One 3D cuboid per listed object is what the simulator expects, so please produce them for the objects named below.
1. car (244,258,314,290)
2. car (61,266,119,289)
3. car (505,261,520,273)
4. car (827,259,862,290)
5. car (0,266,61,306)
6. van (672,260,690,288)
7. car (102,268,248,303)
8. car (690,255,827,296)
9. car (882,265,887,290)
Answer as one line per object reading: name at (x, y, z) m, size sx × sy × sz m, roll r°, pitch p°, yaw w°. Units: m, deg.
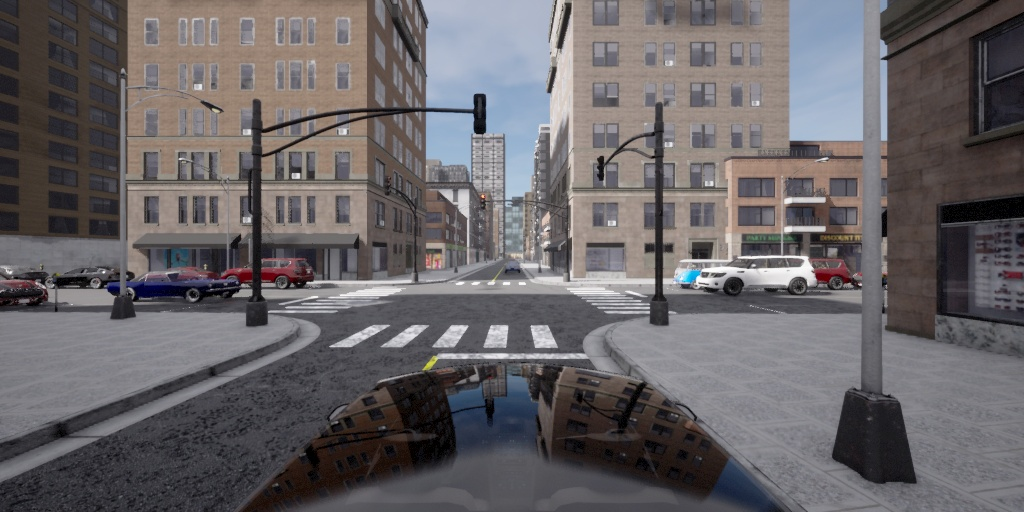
car at (-14.904, 1.059, 22.081) m, size 5.009 × 1.841 × 2.192 m, roll 0°, pitch 0°, yaw 0°
car at (-25.951, 1.300, 22.148) m, size 4.313 × 1.339 × 1.948 m, roll 0°, pitch 0°, yaw 0°
car at (0.069, 1.318, 44.947) m, size 2.033 × 1.411 × 5.357 m, roll 0°, pitch 0°, yaw 0°
car at (17.639, 1.086, 21.884) m, size 5.009 × 1.841 × 2.192 m, roll 0°, pitch 0°, yaw 0°
car at (-20.454, 1.179, 13.589) m, size 4.097 × 1.591 × 1.967 m, roll 0°, pitch 0°, yaw 0°
van at (12.043, 1.108, 21.918) m, size 3.998 × 1.789 × 1.690 m, roll 0°, pitch 0°, yaw 0°
car at (-14.997, 1.345, 16.139) m, size 4.718 × 1.301 × 1.895 m, roll 0°, pitch 0°, yaw 3°
car at (12.963, 0.990, 19.153) m, size 5.566 × 2.045 × 2.150 m, roll 0°, pitch 0°, yaw 0°
car at (23.235, 1.216, 21.850) m, size 4.097 × 1.591 × 1.967 m, roll 0°, pitch 0°, yaw 0°
